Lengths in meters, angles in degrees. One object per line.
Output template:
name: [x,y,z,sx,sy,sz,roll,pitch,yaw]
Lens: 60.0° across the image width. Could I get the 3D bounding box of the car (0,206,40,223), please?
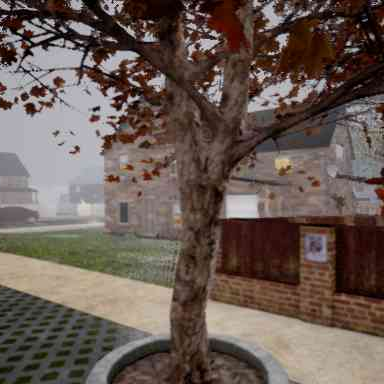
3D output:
car: [-15.681,1.948,28.490,1.882,1.535,5.008,-1,-2,35]
